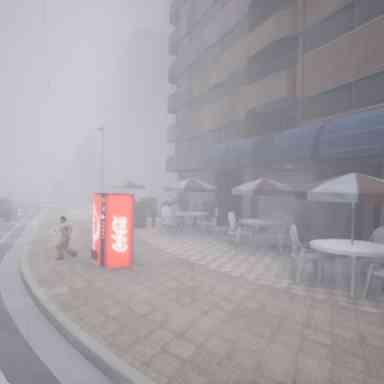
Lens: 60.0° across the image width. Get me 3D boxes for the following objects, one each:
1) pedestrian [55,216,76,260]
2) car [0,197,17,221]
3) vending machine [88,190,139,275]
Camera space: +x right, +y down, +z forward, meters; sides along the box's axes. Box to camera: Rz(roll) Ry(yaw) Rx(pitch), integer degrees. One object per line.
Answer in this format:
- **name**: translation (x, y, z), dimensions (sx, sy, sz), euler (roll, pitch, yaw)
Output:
- **pedestrian**: translation (-3.444, 1.209, 9.095), dimensions (0.375, 1.300, 0.375), euler (1, 1, -29)
- **car**: translation (-12.204, 0.972, 20.775), dimensions (1.994, 1.385, 4.181), euler (1, 1, -22)
- **vending machine**: translation (-2.131, 1.015, 8.971), dimensions (1.100, 2.100, 0.880), euler (1, 1, -31)
